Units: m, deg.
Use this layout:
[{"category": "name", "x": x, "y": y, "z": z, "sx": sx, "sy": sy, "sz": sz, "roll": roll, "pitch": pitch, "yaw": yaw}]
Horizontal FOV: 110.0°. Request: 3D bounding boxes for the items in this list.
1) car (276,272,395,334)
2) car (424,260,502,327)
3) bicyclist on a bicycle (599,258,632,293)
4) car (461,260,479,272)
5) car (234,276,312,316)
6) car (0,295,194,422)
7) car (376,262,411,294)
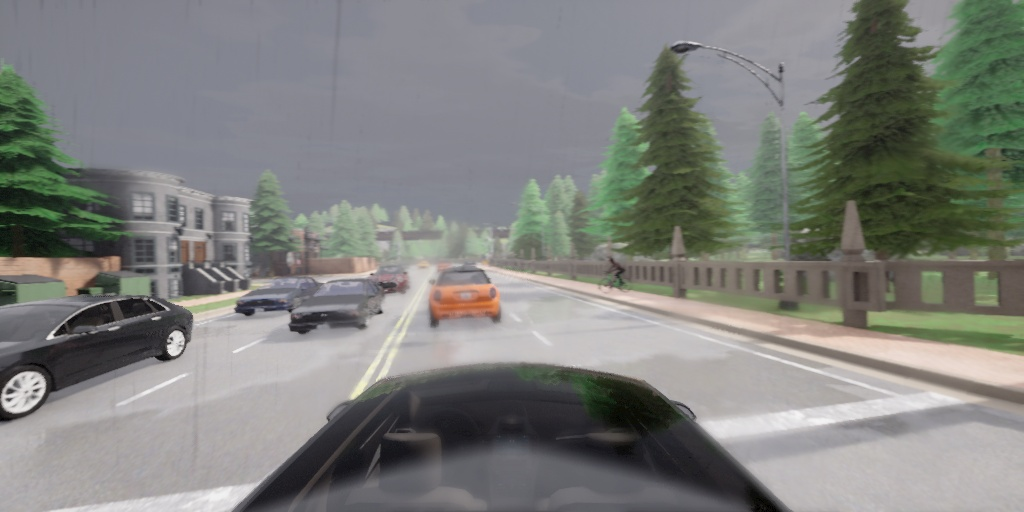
[{"category": "car", "x": -5.411, "y": 1.472, "z": 11.892, "sx": 2.033, "sy": 1.411, "sz": 5.357, "roll": -2, "pitch": 0, "yaw": -11}, {"category": "car", "x": -1.710, "y": 1.158, "z": 12.193, "sx": 2.097, "sy": 1.767, "sz": 4.553, "roll": -2, "pitch": 0, "yaw": -11}, {"category": "bicyclist on a bicycle", "x": 4.746, "y": 0.899, "z": 16.478, "sx": 1.656, "sy": 1.620, "sz": 0.582, "roll": -1, "pitch": 0, "yaw": -11}, {"category": "car", "x": -6.087, "y": 1.443, "z": 51.551, "sx": 2.128, "sy": 1.511, "sz": 4.902, "roll": -2, "pitch": 0, "yaw": -11}, {"category": "car", "x": -9.740, "y": 1.612, "z": 15.708, "sx": 2.033, "sy": 1.411, "sz": 5.357, "roll": -2, "pitch": 0, "yaw": -11}, {"category": "car", "x": -7.826, "y": 1.506, "z": 6.162, "sx": 1.837, "sy": 1.490, "sz": 4.892, "roll": -2, "pitch": 0, "yaw": -11}, {"category": "car", "x": -7.382, "y": 1.341, "z": 21.798, "sx": 2.097, "sy": 1.767, "sz": 4.553, "roll": -2, "pitch": 0, "yaw": -11}]
